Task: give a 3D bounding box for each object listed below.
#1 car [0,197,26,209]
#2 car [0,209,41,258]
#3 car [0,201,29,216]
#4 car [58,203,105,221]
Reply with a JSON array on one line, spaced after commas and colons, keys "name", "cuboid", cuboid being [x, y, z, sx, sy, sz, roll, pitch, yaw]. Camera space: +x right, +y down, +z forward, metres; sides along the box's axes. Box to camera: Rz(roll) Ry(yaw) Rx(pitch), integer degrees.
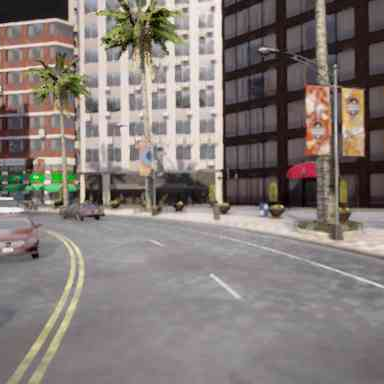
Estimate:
[{"name": "car", "cuboid": [-12.470, 1.350, 21.497, 2.150, 2.045, 5.566, -1, 0, -41]}, {"name": "car", "cuboid": [-6.830, 1.596, 12.654, 1.812, 1.442, 4.674, -1, 0, -26]}, {"name": "car", "cuboid": [-20.143, 1.733, 36.323, 4.674, 1.442, 1.812, 0, 0, 30]}, {"name": "car", "cuboid": [-9.534, 1.647, 28.560, 5.357, 1.411, 2.033, -1, 0, 44]}]
